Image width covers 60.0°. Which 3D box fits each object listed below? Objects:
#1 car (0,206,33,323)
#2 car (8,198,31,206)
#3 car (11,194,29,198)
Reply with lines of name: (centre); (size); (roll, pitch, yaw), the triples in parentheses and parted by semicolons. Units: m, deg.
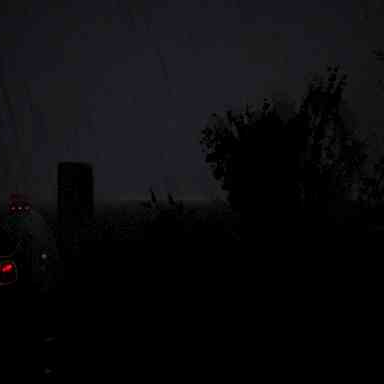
car: (-4.514, 1.358, 6.888); (2.097, 1.767, 4.553); (0, 0, -24)
car: (-17.492, 1.589, 33.899); (2.033, 1.411, 5.357); (0, 0, -27)
car: (-22.406, 1.286, 43.076); (2.150, 2.045, 5.566); (0, 0, -29)
